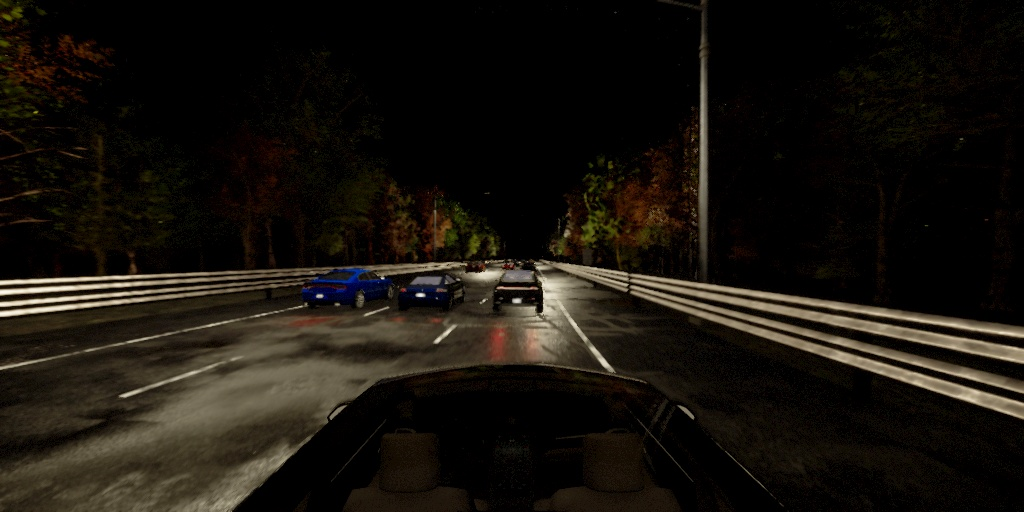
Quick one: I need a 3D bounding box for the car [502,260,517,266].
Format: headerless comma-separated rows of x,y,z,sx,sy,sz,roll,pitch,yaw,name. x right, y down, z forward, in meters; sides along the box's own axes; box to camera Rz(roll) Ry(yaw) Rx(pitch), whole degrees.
-0.613,1.799,59.973,1.895,1.301,4.718,0,0,3,car

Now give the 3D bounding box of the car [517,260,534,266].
1.970,1.607,43.789,1.837,1.490,4.892,0,0,3,car

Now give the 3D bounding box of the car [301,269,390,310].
-6.675,1.291,15.187,1.882,1.535,5.008,0,0,3,car

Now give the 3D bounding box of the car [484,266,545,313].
0.312,1.353,14.776,2.128,1.511,4.902,0,0,3,car

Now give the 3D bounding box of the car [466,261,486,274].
-4.795,1.433,48.099,2.097,1.767,4.553,0,0,3,car

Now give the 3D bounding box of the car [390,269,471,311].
-3.184,1.401,14.944,1.994,1.385,4.181,0,0,3,car
